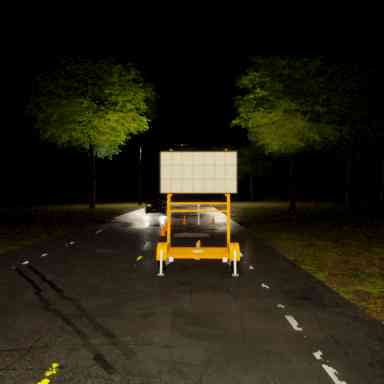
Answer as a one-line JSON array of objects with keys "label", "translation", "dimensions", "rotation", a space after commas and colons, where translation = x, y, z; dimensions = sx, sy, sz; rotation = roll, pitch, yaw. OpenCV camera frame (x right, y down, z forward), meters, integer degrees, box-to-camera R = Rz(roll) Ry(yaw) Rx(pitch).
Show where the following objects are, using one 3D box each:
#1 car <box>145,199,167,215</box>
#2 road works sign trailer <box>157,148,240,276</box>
[{"label": "car", "translation": [-3.545, 1.503, 33.439], "dimensions": [1.837, 1.490, 4.892], "rotation": [0, 0, 0]}, {"label": "road works sign trailer", "translation": [0.206, 0.459, 10.326], "dimensions": [2.380, 3.560, 2.880], "rotation": [0, 0, 2]}]
